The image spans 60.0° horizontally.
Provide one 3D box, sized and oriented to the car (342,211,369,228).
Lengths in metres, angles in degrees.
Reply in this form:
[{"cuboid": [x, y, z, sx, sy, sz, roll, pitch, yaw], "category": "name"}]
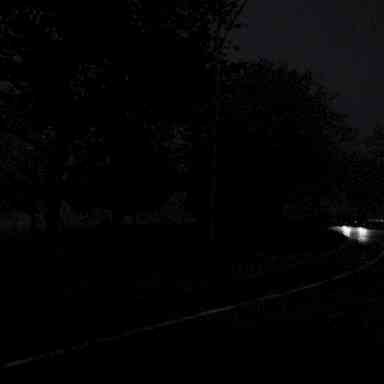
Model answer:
[{"cuboid": [14.969, 2.503, 30.756, 1.994, 1.385, 4.181, 1, -2, 22], "category": "car"}]
